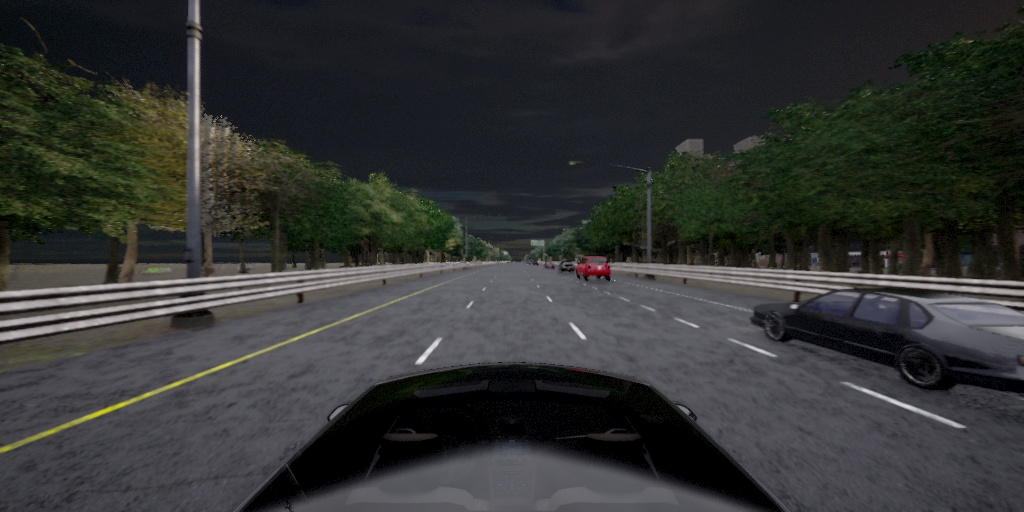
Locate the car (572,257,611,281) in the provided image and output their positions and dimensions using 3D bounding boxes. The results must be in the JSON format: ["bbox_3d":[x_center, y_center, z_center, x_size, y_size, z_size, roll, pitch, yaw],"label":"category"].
[{"bbox_3d":[7.054,1.074,31.526,2.150,2.045,5.566,0,0,0],"label":"car"}]

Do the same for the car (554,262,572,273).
[{"bbox_3d":[7.126,1.511,47.769,1.837,1.490,4.892,0,-1,0],"label":"car"}]

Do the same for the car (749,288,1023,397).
[{"bbox_3d":[7.008,1.305,6.723,2.033,1.411,5.357,0,0,0],"label":"car"}]
